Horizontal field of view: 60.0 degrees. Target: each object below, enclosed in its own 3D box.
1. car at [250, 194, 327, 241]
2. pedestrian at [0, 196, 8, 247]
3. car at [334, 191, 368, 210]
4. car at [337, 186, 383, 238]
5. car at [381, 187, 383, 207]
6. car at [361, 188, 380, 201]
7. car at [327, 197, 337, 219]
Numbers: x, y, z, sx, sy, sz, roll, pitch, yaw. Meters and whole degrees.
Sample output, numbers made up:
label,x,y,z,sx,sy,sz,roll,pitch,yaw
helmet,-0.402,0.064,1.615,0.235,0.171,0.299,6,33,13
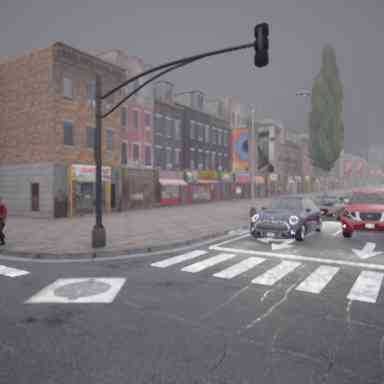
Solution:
label,x,y,z,sx,sy,sz,roll,pitch,yaw
car,4.303,1.030,14.845,2.097,1.767,4.553,0,2,33
pedestrian,-6.752,0.986,11.732,0.375,1.860,0.375,0,0,33
car,14.727,0.733,30.646,2.033,1.411,5.357,1,2,34
car,8.262,0.870,14.964,2.150,2.045,5.566,0,2,33
car,19.637,0.451,32.167,2.097,1.767,4.553,0,2,34
car,24.062,0.278,44.753,1.837,1.490,4.892,0,2,33
car,9.028,1.031,22.032,1.994,1.385,4.181,0,2,34
